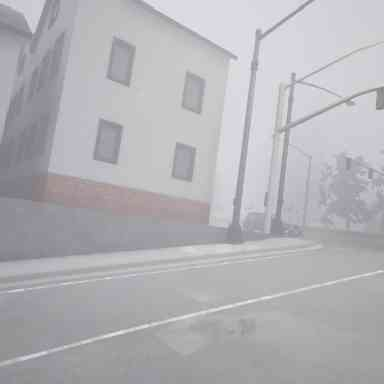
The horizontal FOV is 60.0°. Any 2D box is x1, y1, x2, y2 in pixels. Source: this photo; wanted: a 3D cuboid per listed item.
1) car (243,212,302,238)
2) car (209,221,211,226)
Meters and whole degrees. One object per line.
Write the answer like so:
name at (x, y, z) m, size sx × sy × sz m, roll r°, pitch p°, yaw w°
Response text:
car at (7.007, 2.953, 29.616) m, size 2.150 × 2.045 × 5.566 m, roll 12°, pitch -7°, yaw -35°
car at (-0.015, 3.302, 39.360) m, size 2.033 × 1.411 × 5.357 m, roll 12°, pitch -7°, yaw -35°
